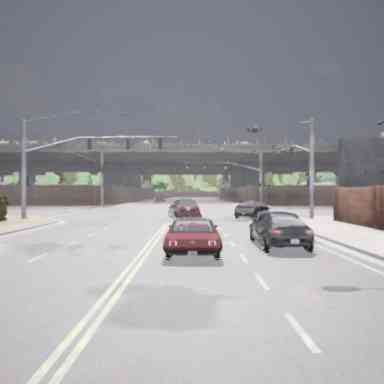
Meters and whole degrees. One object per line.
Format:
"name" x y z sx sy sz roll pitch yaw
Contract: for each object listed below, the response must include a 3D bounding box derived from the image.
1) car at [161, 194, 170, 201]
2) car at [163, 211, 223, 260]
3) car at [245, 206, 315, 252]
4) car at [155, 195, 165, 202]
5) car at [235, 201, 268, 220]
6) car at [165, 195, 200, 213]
"car" -7.000 1.438 88.635 1.882 1.535 5.008 0 0 0
"car" 0.039 1.597 12.428 1.895 1.301 4.718 0 0 0
"car" 3.550 1.521 13.687 1.812 1.442 4.674 0 0 0
"car" -7.000 1.505 72.960 2.128 1.511 4.902 0 0 0
"car" 5.110 1.466 27.597 2.128 1.511 4.902 0 0 28
"car" -0.732 1.328 27.833 2.097 1.767 4.553 0 0 -12
